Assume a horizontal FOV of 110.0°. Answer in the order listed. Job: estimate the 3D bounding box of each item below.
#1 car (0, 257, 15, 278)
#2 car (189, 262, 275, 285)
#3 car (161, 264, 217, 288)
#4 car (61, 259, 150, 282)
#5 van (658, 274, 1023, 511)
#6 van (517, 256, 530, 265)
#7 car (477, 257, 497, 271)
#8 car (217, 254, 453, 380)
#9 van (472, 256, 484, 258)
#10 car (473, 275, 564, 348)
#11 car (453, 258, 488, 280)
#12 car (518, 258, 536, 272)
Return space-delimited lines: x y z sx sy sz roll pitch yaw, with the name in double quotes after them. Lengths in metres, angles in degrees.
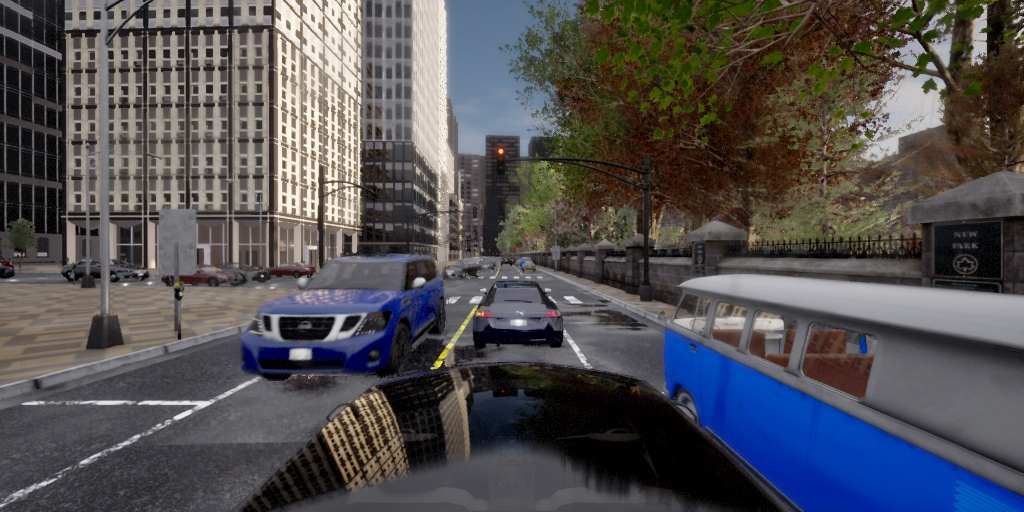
-37.201 0.908 24.661 4.181 1.385 1.994 1 0 2 "car"
-18.276 1.122 23.559 4.181 1.385 1.994 1 0 4 "car"
-18.150 1.149 21.011 4.207 1.307 1.802 0 0 4 "car"
-27.258 0.948 24.125 4.902 1.511 2.128 1 0 3 "car"
2.568 1.091 2.657 1.690 1.789 3.998 0 0 0 "van"
2.012 1.071 51.749 1.690 1.789 3.998 0 0 -1 "van"
-3.335 1.226 48.523 2.128 1.511 4.902 0 0 -1 "car"
-2.851 0.971 7.594 2.150 2.045 5.566 0 0 0 "car"
-6.305 1.063 62.501 1.690 1.789 3.998 0 0 -2 "van"
0.101 1.313 9.238 1.994 1.385 4.181 0 0 -1 "car"
-4.282 1.212 31.324 2.128 1.511 4.902 1 0 18 "car"
2.134 1.259 46.376 1.751 1.417 4.829 0 0 -1 "car"
